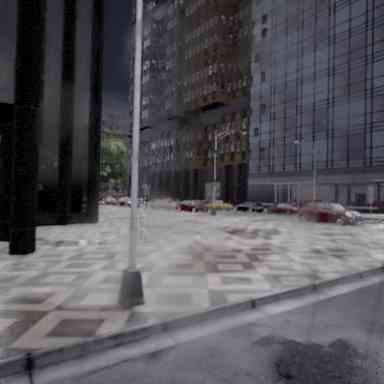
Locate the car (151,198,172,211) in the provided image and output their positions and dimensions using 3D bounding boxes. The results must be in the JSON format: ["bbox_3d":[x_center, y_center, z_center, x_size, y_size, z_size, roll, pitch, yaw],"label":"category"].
[{"bbox_3d":[-3.014,1.553,40.639,1.752,1.417,4.829,2,-1,-35],"label":"car"}]

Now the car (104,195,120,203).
[{"bbox_3d":[-18.507,1.636,76.655,2.097,1.767,4.553,2,-1,-35],"label":"car"}]

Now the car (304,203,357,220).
[{"bbox_3d":[13.353,1.841,32.256,1.947,1.339,4.313,2,-1,-35],"label":"car"}]

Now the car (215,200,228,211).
[{"bbox_3d":[3.750,1.812,45.833,1.752,1.417,4.829,2,-1,-35],"label":"car"}]

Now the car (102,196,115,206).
[{"bbox_3d":[-12.621,1.618,54.217,1.802,1.307,4.206,2,-1,-35],"label":"car"}]

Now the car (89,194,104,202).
[{"bbox_3d":[-24.665,1.610,86.012,2.192,1.841,5.009,2,-1,-35],"label":"car"}]

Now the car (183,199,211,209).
[{"bbox_3d":[0.679,1.841,50.173,2.008,1.369,4.403,2,-1,-35],"label":"car"}]

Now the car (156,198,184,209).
[{"bbox_3d":[-3.462,1.701,51.318,2.128,1.511,4.902,2,-1,-34],"label":"car"}]

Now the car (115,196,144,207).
[{"bbox_3d":[-9.449,1.475,49.739,1.967,1.590,4.097,2,-1,-35],"label":"car"}]

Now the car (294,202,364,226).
[{"bbox_3d":[9.549,1.454,22.885,1.967,1.590,4.097,2,-1,-36],"label":"car"}]

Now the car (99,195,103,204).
[{"bbox_3d":[-18.860,1.562,63.040,1.752,1.417,4.829,2,-1,-35],"label":"car"}]

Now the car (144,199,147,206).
[{"bbox_3d":[-9.525,1.737,59.817,1.812,1.442,4.674,2,-1,-35],"label":"car"}]

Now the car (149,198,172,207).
[{"bbox_3d":[-5.659,1.845,59.132,2.008,1.369,4.403,2,-1,-35],"label":"car"}]

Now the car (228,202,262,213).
[{"bbox_3d":[7.016,1.848,41.214,1.947,1.339,4.313,2,-1,-35],"label":"car"}]

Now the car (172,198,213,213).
[{"bbox_3d":[0.057,1.569,36.297,1.887,1.381,4.507,2,-1,-35],"label":"car"}]

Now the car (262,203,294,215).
[{"bbox_3d":[10.184,1.861,36.735,1.802,1.307,4.206,2,-1,-35],"label":"car"}]
